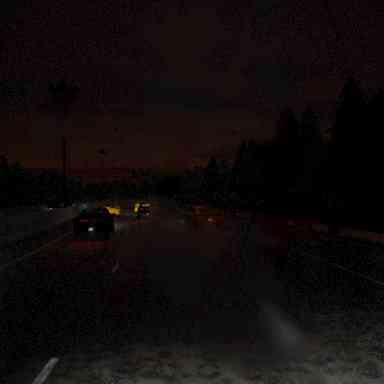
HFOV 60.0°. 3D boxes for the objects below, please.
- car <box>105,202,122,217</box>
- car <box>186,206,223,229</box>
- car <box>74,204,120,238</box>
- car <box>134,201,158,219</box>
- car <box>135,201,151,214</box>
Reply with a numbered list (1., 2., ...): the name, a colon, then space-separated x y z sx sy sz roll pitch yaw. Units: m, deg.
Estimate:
1. car: -8.571 1.857 35.608 1.882 1.535 5.008 0 -1 -11
2. car: 0.773 1.726 23.714 1.882 1.535 5.008 0 -1 -10
3. car: -5.524 1.695 19.164 2.128 1.511 4.902 0 -1 -10
4. car: -4.452 1.837 32.639 2.128 1.511 4.902 0 -1 -11
5. car: -6.404 1.933 42.951 1.882 1.535 5.008 0 0 -11
